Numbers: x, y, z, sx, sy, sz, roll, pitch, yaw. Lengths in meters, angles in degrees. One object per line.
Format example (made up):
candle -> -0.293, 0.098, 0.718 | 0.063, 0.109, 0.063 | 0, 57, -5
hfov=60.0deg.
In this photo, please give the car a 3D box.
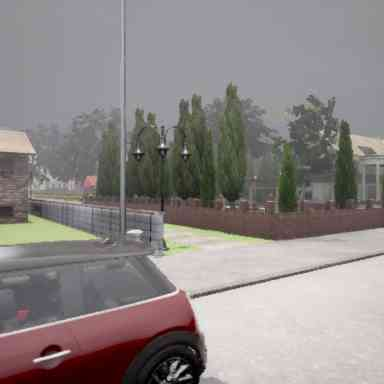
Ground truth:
car -> -2.109, 1.352, 3.103 | 4.553, 1.767, 2.097 | 0, 0, -35
